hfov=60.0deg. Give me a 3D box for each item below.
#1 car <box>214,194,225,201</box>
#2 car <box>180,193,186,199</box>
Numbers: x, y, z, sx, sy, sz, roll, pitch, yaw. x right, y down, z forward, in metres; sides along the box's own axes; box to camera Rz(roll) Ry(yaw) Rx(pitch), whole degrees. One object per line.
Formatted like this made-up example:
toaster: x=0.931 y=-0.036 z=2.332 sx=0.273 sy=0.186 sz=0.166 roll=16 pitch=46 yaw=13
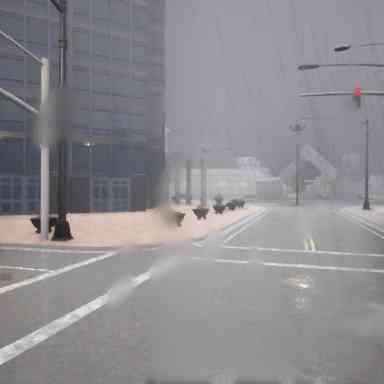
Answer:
car: x=6.036 y=1.256 z=73.646 sx=2.128 sy=1.511 sz=4.902 roll=0 pitch=0 yaw=-8
car: x=-2.930 y=1.089 z=93.717 sx=5.008 sy=1.535 sz=1.882 roll=0 pitch=0 yaw=11
